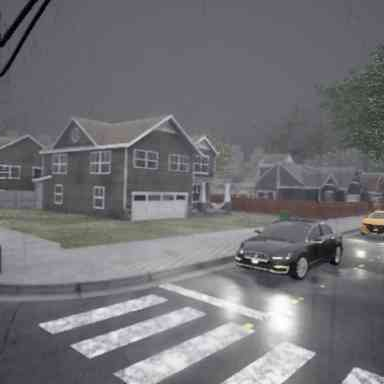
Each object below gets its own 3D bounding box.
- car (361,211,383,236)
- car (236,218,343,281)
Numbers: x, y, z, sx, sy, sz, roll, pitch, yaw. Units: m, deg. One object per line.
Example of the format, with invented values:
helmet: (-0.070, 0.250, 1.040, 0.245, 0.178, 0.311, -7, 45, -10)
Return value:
car: (12.044, 1.915, 20.671, 1.882, 1.535, 5.008, 3, 1, 41)
car: (3.305, 1.651, 10.675, 1.837, 1.490, 4.892, 3, 1, 42)
